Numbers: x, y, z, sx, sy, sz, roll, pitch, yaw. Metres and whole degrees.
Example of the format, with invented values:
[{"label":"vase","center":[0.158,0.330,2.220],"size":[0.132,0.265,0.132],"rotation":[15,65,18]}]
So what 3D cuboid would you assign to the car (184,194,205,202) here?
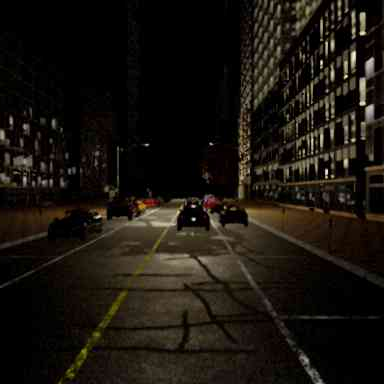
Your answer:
[{"label":"car","center":[0.096,1.328,39.212],"size":[2.097,1.767,4.553],"rotation":[0,0,0]}]

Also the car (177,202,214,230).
[{"label":"car","center":[0.095,1.551,21.179],"size":[1.994,1.385,4.181],"rotation":[0,0,0]}]

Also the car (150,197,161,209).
[{"label":"car","center":[-5.695,1.517,45.025],"size":[1.887,1.381,4.507],"rotation":[0,0,0]}]

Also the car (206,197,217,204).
[{"label":"car","center":[2.686,1.524,33.689],"size":[1.887,1.381,4.507],"rotation":[0,0,0]}]

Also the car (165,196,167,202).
[{"label":"car","center":[-5.696,1.490,56.191],"size":[1.752,1.417,4.829],"rotation":[0,0,0]}]

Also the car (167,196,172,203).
[{"label":"car","center":[-5.697,1.522,67.696],"size":[1.947,1.339,4.313],"rotation":[0,0,0]}]

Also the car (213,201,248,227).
[{"label":"car","center":[2.687,1.537,22.353],"size":[2.008,1.369,4.403],"rotation":[0,0,0]}]

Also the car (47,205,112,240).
[{"label":"car","center":[-5.693,1.541,16.685],"size":[2.008,1.369,4.403],"rotation":[0,0,0]}]

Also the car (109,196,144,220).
[{"label":"car","center":[-5.694,1.298,28.021],"size":[2.192,1.841,5.009],"rotation":[0,0,0]}]

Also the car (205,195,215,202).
[{"label":"car","center":[2.685,1.517,45.025],"size":[1.887,1.381,4.507],"rotation":[0,0,0]}]

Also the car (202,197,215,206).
[{"label":"car","center":[2.685,1.515,56.360],"size":[2.008,1.369,4.403],"rotation":[0,0,0]}]

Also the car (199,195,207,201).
[{"label":"car","center":[2.682,1.508,84.701],"size":[1.947,1.339,4.313],"rotation":[0,0,0]}]

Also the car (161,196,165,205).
[{"label":"car","center":[-5.696,1.534,50.693],"size":[1.947,1.339,4.313],"rotation":[0,0,0]}]

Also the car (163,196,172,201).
[{"label":"car","center":[-5.698,1.529,79.033],"size":[1.802,1.307,4.206],"rotation":[0,0,0]}]

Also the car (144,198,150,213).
[{"label":"car","center":[-5.694,1.505,33.519],"size":[1.752,1.417,4.829],"rotation":[0,0,0]}]

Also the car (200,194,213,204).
[{"label":"car","center":[2.684,1.275,62.028],"size":[2.192,1.841,5.009],"rotation":[0,0,0]}]

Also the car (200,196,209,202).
[{"label":"car","center":[2.683,1.533,73.364],"size":[1.802,1.307,4.206],"rotation":[0,0,0]}]
